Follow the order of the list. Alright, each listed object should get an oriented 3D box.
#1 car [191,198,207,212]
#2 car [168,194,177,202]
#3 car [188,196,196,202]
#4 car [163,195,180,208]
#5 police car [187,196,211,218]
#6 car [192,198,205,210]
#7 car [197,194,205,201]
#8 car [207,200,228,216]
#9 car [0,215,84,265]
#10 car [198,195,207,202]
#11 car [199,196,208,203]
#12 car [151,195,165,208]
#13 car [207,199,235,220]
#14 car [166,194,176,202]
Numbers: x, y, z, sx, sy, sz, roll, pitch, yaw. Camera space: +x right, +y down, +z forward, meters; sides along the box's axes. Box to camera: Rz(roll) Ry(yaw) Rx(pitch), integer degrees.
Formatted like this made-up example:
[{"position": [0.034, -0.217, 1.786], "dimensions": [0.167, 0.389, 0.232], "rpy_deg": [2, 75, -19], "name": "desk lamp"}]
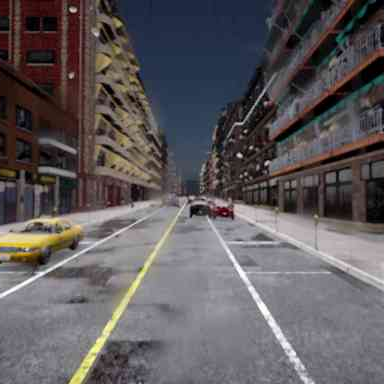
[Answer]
[{"position": [0.839, 1.560, 40.174], "dimensions": [1.837, 1.490, 4.892], "rpy_deg": [0, 0, 0], "name": "car"}, {"position": [-5.258, 1.551, 89.403], "dimensions": [2.192, 1.841, 5.009], "rpy_deg": [1, 0, 0], "name": "car"}, {"position": [0.030, 1.593, 80.893], "dimensions": [1.812, 1.442, 4.674], "rpy_deg": [0, 0, 0], "name": "car"}, {"position": [-2.815, 1.630, 50.101], "dimensions": [2.033, 1.411, 5.357], "rpy_deg": [0, 0, 0], "name": "car"}, {"position": [0.683, 1.458, 30.260], "dimensions": [1.930, 1.638, 5.238], "rpy_deg": [0, 0, -1], "name": "police car"}, {"position": [0.842, 1.597, 46.175], "dimensions": [1.812, 1.442, 4.674], "rpy_deg": [0, 0, 0], "name": "car"}, {"position": [2.590, 1.578, 94.872], "dimensions": [2.192, 1.841, 5.009], "rpy_deg": [1, 0, 0], "name": "car"}, {"position": [2.597, 1.566, 34.204], "dimensions": [1.752, 1.417, 4.829], "rpy_deg": [1, 0, 0], "name": "car"}, {"position": [-5.290, 1.532, 11.813], "dimensions": [1.752, 1.417, 4.829], "rpy_deg": [2, 0, 0], "name": "car"}, {"position": [2.625, 1.650, 83.810], "dimensions": [1.967, 1.590, 4.097], "rpy_deg": [1, 0, 0], "name": "car"}, {"position": [2.613, 1.729, 78.277], "dimensions": [1.887, 1.381, 4.507], "rpy_deg": [1, 0, 0], "name": "car"}, {"position": [-5.277, 1.609, 50.520], "dimensions": [1.752, 1.417, 4.829], "rpy_deg": [2, 0, 0], "name": "car"}, {"position": [2.595, 1.575, 28.502], "dimensions": [1.887, 1.381, 4.507], "rpy_deg": [1, 0, 0], "name": "car"}, {"position": [-5.260, 1.525, 83.874], "dimensions": [2.192, 1.841, 5.009], "rpy_deg": [1, 0, 0], "name": "car"}]
